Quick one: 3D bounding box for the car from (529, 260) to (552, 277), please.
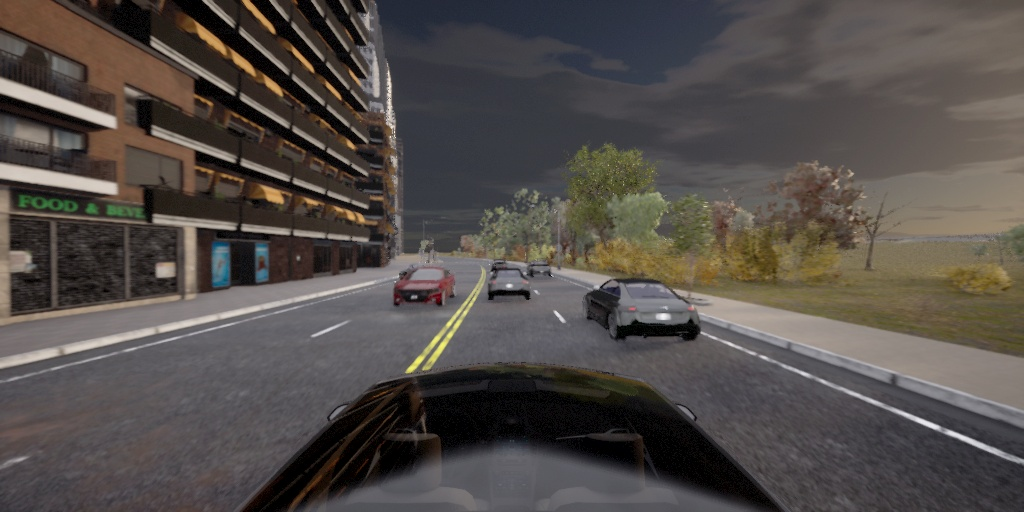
[{"bbox_3d":[2.371,1.116,32.511,2.128,1.511,4.902,0,0,-4],"label":"car"}]

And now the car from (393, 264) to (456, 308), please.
[{"bbox_3d":[-3.558,1.188,15.296,1.882,1.535,5.008,0,0,-2],"label":"car"}]

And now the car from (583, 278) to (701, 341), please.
[{"bbox_3d":[3.258,1.275,9.792,1.994,1.385,4.181,0,0,-1],"label":"car"}]

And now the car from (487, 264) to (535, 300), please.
[{"bbox_3d":[-0.176,1.255,17.486,1.994,1.385,4.181,0,0,-2],"label":"car"}]

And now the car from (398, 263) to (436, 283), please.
[{"bbox_3d":[-7.276,1.276,27.896,1.895,1.301,4.718,0,0,-3],"label":"car"}]

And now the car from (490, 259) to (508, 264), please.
[{"bbox_3d":[-1.485,1.104,40.991,1.837,1.490,4.892,0,0,-5],"label":"car"}]
